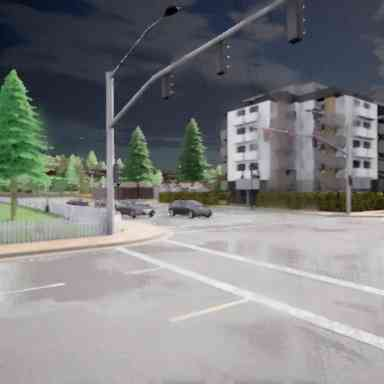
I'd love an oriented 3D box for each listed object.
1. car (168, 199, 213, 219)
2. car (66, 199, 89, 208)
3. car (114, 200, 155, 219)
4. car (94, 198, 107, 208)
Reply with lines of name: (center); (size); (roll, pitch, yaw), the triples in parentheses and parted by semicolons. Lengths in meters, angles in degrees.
car: (-0.209, 1.400, 27.862); (1.837, 1.490, 4.892); (0, 1, -34)
car: (-14.940, 1.518, 43.518); (1.895, 1.301, 4.718); (0, 0, -34)
car: (-4.931, 1.412, 28.601); (2.128, 1.511, 4.902); (0, 0, -34)
car: (-11.700, 1.460, 44.964); (1.994, 1.385, 4.181); (0, 0, -34)
